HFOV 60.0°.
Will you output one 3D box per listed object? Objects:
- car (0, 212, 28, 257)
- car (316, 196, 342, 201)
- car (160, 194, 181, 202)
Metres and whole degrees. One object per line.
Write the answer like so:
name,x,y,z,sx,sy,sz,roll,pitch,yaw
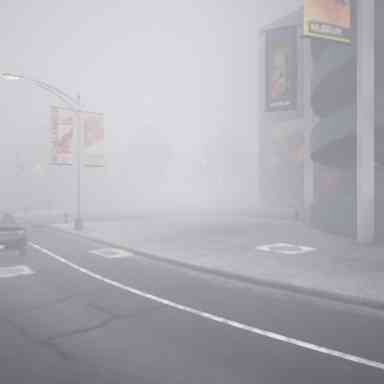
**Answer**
car,-7.427,1.493,12.154,2.128,1.511,4.902,0,0,-38
car,17.343,1.317,43.660,4.674,1.452,2.002,0,0,-39
car,-4.674,1.305,70.807,4.553,1.767,2.097,0,0,-39
